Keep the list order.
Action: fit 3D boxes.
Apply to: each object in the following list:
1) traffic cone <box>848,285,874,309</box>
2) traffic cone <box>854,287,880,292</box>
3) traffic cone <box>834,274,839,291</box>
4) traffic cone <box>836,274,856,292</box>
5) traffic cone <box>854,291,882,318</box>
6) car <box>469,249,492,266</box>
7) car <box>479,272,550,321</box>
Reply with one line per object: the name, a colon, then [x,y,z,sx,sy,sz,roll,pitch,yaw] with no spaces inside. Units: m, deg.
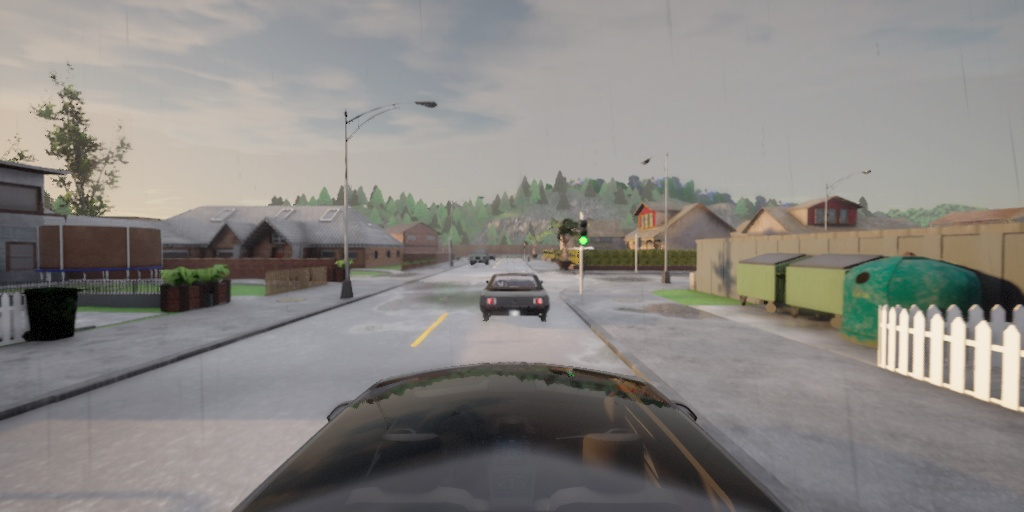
traffic cone: [11.749,1.369,12.074,0.344,0.586,0.344,0,0,0]
traffic cone: [11.388,1.376,11.504,0.344,0.586,0.344,0,0,0]
traffic cone: [16.315,1.301,17.678,0.344,0.586,0.344,0,0,0]
traffic cone: [15.795,1.285,16.958,0.344,0.586,0.344,0,0,0]
traffic cone: [10.389,1.420,10.465,0.344,0.586,0.344,0,0,0]
car: [-4.088,0.153,45.732,2.150,2.045,5.566,0,1,0]
car: [0.081,1.168,11.552,1.895,1.301,4.718,0,1,0]
